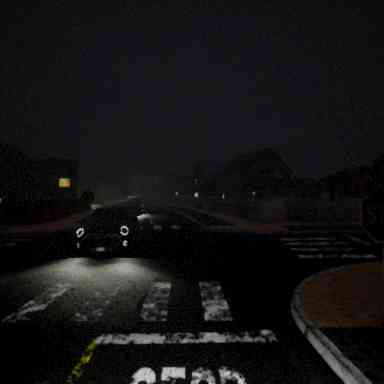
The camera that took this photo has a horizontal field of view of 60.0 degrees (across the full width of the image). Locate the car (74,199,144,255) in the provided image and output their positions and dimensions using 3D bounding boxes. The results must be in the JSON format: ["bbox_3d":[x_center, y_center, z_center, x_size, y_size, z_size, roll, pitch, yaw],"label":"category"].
[{"bbox_3d":[-3.366,1.397,13.851,2.097,1.767,4.553,-2,1,-4],"label":"car"}]

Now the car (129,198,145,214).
[{"bbox_3d":[-6.258,1.436,36.182,2.097,1.767,4.553,0,0,-11],"label":"car"}]
